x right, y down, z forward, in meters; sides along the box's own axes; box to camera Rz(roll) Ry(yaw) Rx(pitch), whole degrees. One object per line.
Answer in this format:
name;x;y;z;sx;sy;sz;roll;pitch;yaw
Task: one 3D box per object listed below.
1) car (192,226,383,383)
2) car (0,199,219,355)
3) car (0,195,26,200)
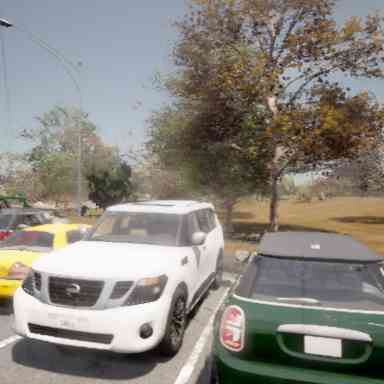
car;1.666;1.361;4.895;2.185;1.767;4.553;0;-1;15
car;-0.760;1.225;6.608;2.435;2.045;5.566;1;0;15
car;-8.094;1.134;11.678;2.435;2.045;5.566;1;0;14
